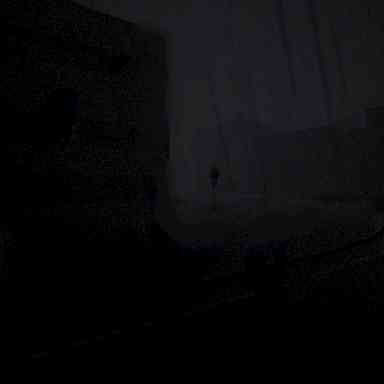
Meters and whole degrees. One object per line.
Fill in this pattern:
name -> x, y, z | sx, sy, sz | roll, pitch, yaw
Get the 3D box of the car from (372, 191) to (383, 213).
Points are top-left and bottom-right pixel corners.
car -> 14.204, 0.671, 22.681 | 2.097, 1.767, 4.553 | 0, 1, 6

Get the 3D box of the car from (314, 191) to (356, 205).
car -> 15.628, 0.587, 36.715 | 2.128, 1.511, 4.902 | 0, 1, -23
